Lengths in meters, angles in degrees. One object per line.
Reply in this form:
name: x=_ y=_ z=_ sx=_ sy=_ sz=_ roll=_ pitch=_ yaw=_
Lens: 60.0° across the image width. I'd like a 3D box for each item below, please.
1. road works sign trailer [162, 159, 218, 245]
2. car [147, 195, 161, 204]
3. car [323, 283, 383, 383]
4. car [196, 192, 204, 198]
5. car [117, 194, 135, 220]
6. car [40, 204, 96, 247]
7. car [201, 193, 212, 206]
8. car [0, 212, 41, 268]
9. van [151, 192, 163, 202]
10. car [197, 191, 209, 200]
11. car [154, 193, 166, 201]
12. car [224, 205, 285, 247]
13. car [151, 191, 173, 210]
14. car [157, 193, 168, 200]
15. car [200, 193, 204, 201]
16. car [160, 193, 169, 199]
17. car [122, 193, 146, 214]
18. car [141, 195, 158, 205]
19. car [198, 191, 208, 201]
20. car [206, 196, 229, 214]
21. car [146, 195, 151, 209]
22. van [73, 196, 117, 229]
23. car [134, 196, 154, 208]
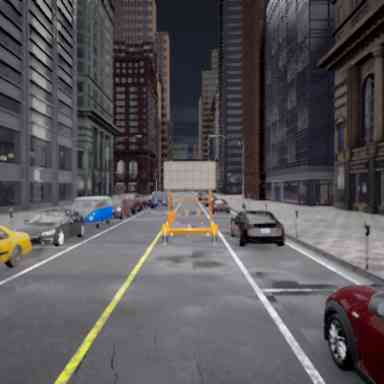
road works sign trailer: x=-0.095 y=0.331 z=14.790 sx=2.380 sy=3.560 sz=2.880 roll=0 pitch=1 yaw=0
car: x=-6.116 y=1.115 z=53.601 sx=1.802 sy=1.307 sz=4.206 roll=0 pitch=0 yaw=0
car: x=2.743 y=1.412 z=2.936 sx=1.967 sy=1.590 sz=4.097 roll=0 pitch=1 yaw=0
car: x=2.185 y=0.707 z=87.475 sx=1.967 sy=1.590 sz=4.097 roll=0 pitch=0 yaw=0
car: x=-5.931 y=1.214 z=25.418 sx=1.967 sy=1.590 sz=4.097 roll=0 pitch=0 yaw=0
car: x=-5.856 y=1.423 z=14.146 sx=2.008 sy=1.369 sz=4.403 roll=0 pitch=1 yaw=0
car: x=2.483 y=1.209 z=42.390 sx=1.802 sy=1.307 sz=4.206 roll=0 pitch=0 yaw=0
car: x=-5.818 y=1.449 z=8.340 sx=1.752 sy=1.417 sz=4.829 roll=0 pitch=1 yaw=0
van: x=-6.154 y=0.828 z=59.235 sx=1.690 sy=1.788 sz=3.998 roll=0 pitch=0 yaw=0
car: x=2.296 y=0.711 z=70.567 sx=2.192 sy=1.841 sz=5.009 roll=0 pitch=0 yaw=0
car: x=-6.189 y=0.968 z=64.703 sx=1.752 sy=1.417 sz=4.829 roll=0 pitch=0 yaw=0
car: x=2.669 y=1.437 z=14.209 sx=1.947 sy=1.339 sz=4.313 roll=0 pitch=1 yaw=0
car: x=-3.338 y=0.896 z=37.184 sx=2.150 sy=2.045 sz=5.566 roll=0 pitch=0 yaw=0
car: x=-6.227 y=0.979 z=70.510 sx=1.802 sy=1.307 sz=4.206 roll=0 pitch=0 yaw=0
car: x=2.446 y=1.161 z=48.026 sx=1.802 sy=1.307 sz=4.206 roll=0 pitch=0 yaw=0
car: x=-6.265 y=0.919 z=76.146 sx=1.947 sy=1.339 sz=4.313 roll=0 pitch=0 yaw=0
car: x=-5.968 y=1.040 z=31.053 sx=2.192 sy=1.841 sz=5.009 roll=0 pitch=0 yaw=0
car: x=-6.079 y=1.131 z=47.964 sx=2.008 sy=1.369 sz=4.403 roll=0 pitch=0 yaw=0
car: x=2.408 y=0.972 z=53.661 sx=1.967 sy=1.590 sz=4.097 roll=0 pitch=0 yaw=0
car: x=2.558 y=1.306 z=31.118 sx=1.802 sy=1.307 sz=4.206 roll=0 pitch=0 yaw=0
car: x=-6.004 y=1.242 z=36.692 sx=1.947 sy=1.339 sz=4.313 roll=0 pitch=0 yaw=0
van: x=-5.894 y=1.164 z=19.781 sx=1.690 sy=1.788 sz=3.998 roll=0 pitch=1 yaw=0
car: x=-6.042 y=1.194 z=42.328 sx=1.947 sy=1.339 sz=4.313 roll=0 pitch=0 yaw=0
